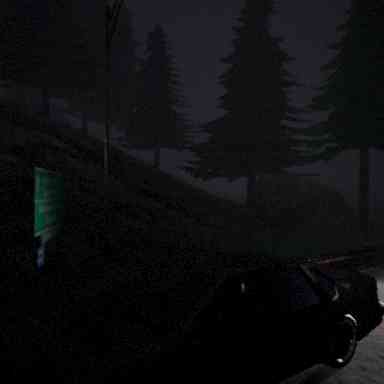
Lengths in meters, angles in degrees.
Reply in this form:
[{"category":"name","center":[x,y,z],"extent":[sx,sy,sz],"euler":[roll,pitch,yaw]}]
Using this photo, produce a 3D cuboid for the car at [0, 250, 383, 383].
[{"category":"car","center":[0.329,1.519,4.166],"extent":[5.357,1.411,2.033],"euler":[0,0,-35]}]
